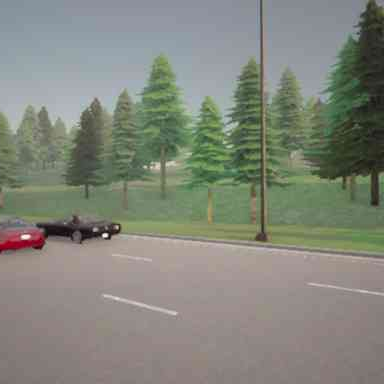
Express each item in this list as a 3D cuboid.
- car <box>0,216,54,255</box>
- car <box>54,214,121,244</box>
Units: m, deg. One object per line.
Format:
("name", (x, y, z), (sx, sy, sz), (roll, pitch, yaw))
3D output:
("car", (-7.969, 1.700, 13.849), (4.181, 1.385, 1.994), (-1, 0, 36))
("car", (-5.798, 1.735, 16.598), (4.718, 1.301, 1.895), (-1, 0, 36))
